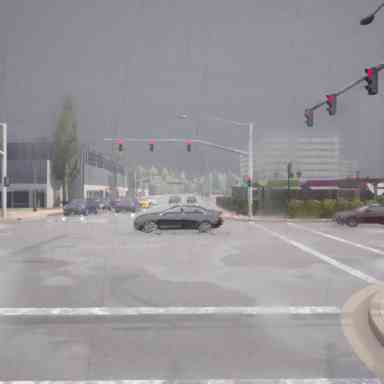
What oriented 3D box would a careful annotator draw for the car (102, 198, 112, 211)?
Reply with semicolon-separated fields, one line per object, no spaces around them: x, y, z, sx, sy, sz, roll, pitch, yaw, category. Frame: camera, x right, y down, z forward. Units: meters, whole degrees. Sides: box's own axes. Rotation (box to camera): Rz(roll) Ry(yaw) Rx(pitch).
-10.643;1.491;41.489;2.128;1.511;4.902;0;0;0;car

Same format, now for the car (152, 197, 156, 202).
-7.137;1.526;56.261;1.812;1.442;4.674;0;0;0;car

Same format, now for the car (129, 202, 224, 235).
-0.702;1.491;18.288;4.902;1.511;2.128;0;0;0;car

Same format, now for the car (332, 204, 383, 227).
11.780;1.526;21.998;4.674;1.442;1.812;0;0;1;car

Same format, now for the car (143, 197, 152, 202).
-7.139;1.477;46.306;1.882;1.535;5.008;0;0;0;car

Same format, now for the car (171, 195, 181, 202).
-3.587;1.425;74.922;1.994;1.385;4.181;0;0;0;car

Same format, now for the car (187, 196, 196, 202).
-0.075;1.491;64.652;2.128;1.511;4.902;0;0;0;car

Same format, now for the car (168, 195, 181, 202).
-3.575;1.547;64.648;2.033;1.411;5.357;0;0;0;car

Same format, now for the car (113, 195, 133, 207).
-10.647;1.352;51.496;2.097;1.767;4.553;0;0;0;car

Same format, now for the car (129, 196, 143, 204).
-10.623;1.505;63.432;1.837;1.490;4.892;0;0;0;car

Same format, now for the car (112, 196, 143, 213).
-7.130;1.352;37.184;2.097;1.767;4.553;0;0;0;car

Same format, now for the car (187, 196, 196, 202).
-0.088;1.468;74.958;1.895;1.301;4.718;0;0;0;car

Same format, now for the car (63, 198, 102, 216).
-10.714;1.352;32.341;2.097;1.767;4.553;0;0;2;car
